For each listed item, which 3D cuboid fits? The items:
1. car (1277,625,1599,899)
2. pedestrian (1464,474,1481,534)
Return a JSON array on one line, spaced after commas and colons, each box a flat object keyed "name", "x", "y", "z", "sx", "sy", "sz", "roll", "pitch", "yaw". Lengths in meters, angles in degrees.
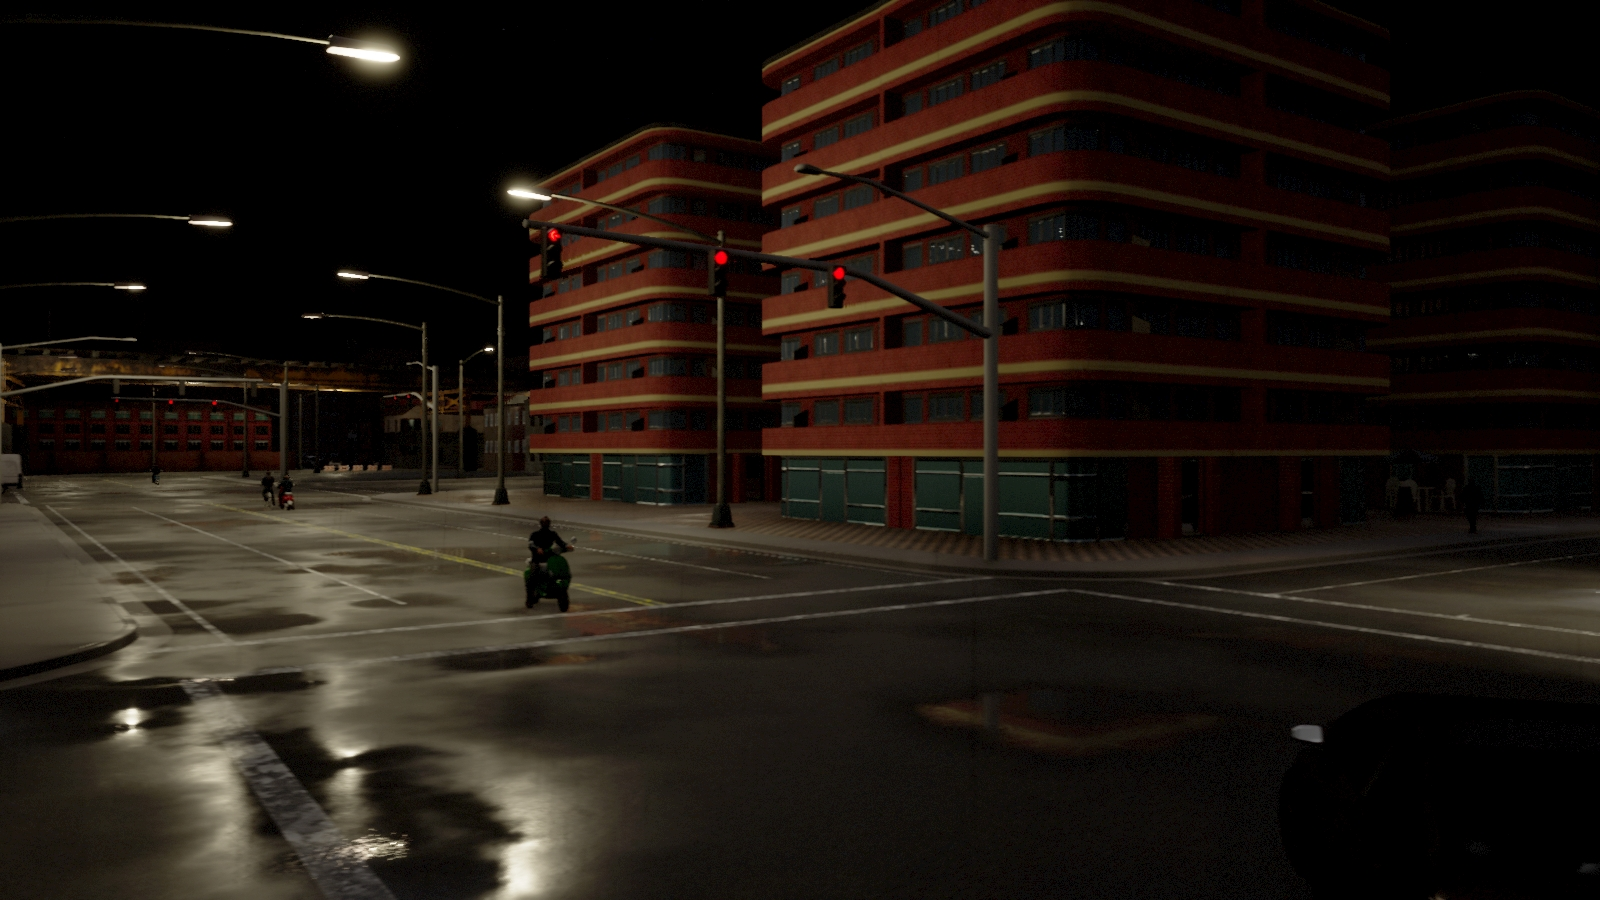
[{"name": "car", "x": 3.672, "y": 2.037, "z": 5.851, "sx": 2.007, "sy": 1.525, "sz": 4.514, "roll": 0, "pitch": 0, "yaw": 19}, {"name": "pedestrian", "x": 21.120, "y": 1.684, "z": 35.882, "sx": 0.375, "sy": 1.860, "sz": 0.375, "roll": 0, "pitch": 0, "yaw": -40}]
